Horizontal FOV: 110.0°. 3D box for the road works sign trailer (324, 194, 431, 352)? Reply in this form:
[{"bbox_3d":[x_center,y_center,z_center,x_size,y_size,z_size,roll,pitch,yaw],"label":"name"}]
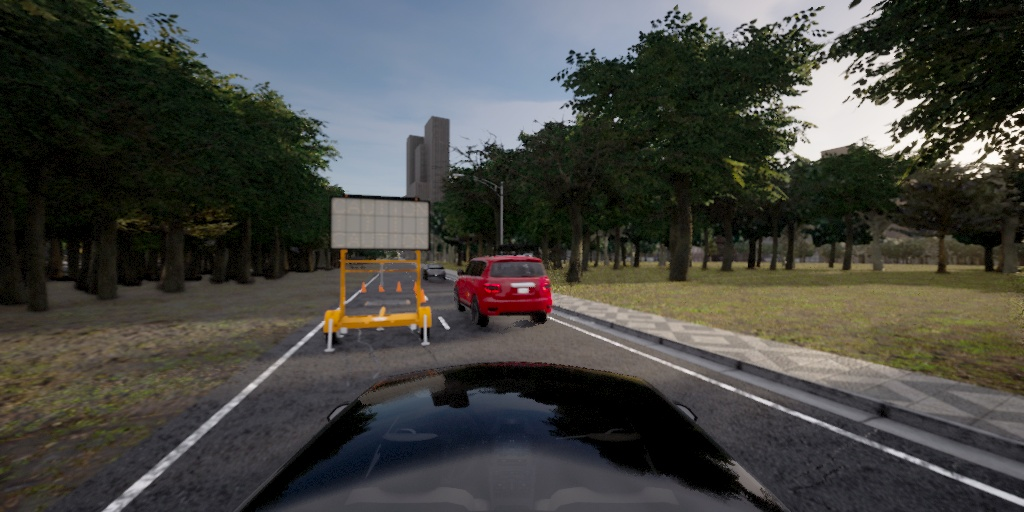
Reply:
[{"bbox_3d":[-3.368,0.258,9.274,2.380,3.560,2.880,0,0,-18],"label":"road works sign trailer"}]

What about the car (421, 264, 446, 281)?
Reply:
[{"bbox_3d":[-7.326,1.458,33.441,2.128,1.511,4.902,0,0,-18],"label":"car"}]

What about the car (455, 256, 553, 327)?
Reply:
[{"bbox_3d":[-0.520,1.043,12.200,2.150,2.045,5.566,0,0,-18],"label":"car"}]
